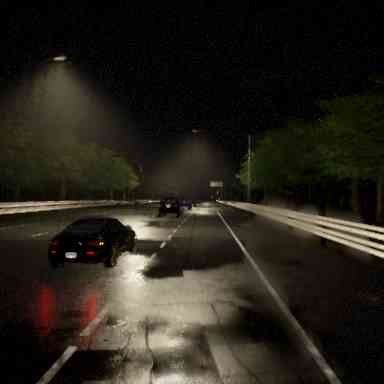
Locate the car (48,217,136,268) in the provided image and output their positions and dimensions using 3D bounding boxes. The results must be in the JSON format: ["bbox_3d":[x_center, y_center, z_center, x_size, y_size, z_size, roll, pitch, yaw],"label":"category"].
[{"bbox_3d":[-3.192,1.577,11.360,1.812,1.442,4.674,1,-1,2],"label":"car"}]

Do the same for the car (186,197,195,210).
[{"bbox_3d":[-1.172,1.900,56.353,2.150,2.045,5.566,1,-1,3],"label":"car"}]

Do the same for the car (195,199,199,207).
[{"bbox_3d":[-0.052,2.417,79.491,2.150,2.045,5.566,1,-1,3],"label":"car"}]

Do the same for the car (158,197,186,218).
[{"bbox_3d":[-2.165,1.536,34.782,2.150,2.045,5.566,1,-1,3],"label":"car"}]
